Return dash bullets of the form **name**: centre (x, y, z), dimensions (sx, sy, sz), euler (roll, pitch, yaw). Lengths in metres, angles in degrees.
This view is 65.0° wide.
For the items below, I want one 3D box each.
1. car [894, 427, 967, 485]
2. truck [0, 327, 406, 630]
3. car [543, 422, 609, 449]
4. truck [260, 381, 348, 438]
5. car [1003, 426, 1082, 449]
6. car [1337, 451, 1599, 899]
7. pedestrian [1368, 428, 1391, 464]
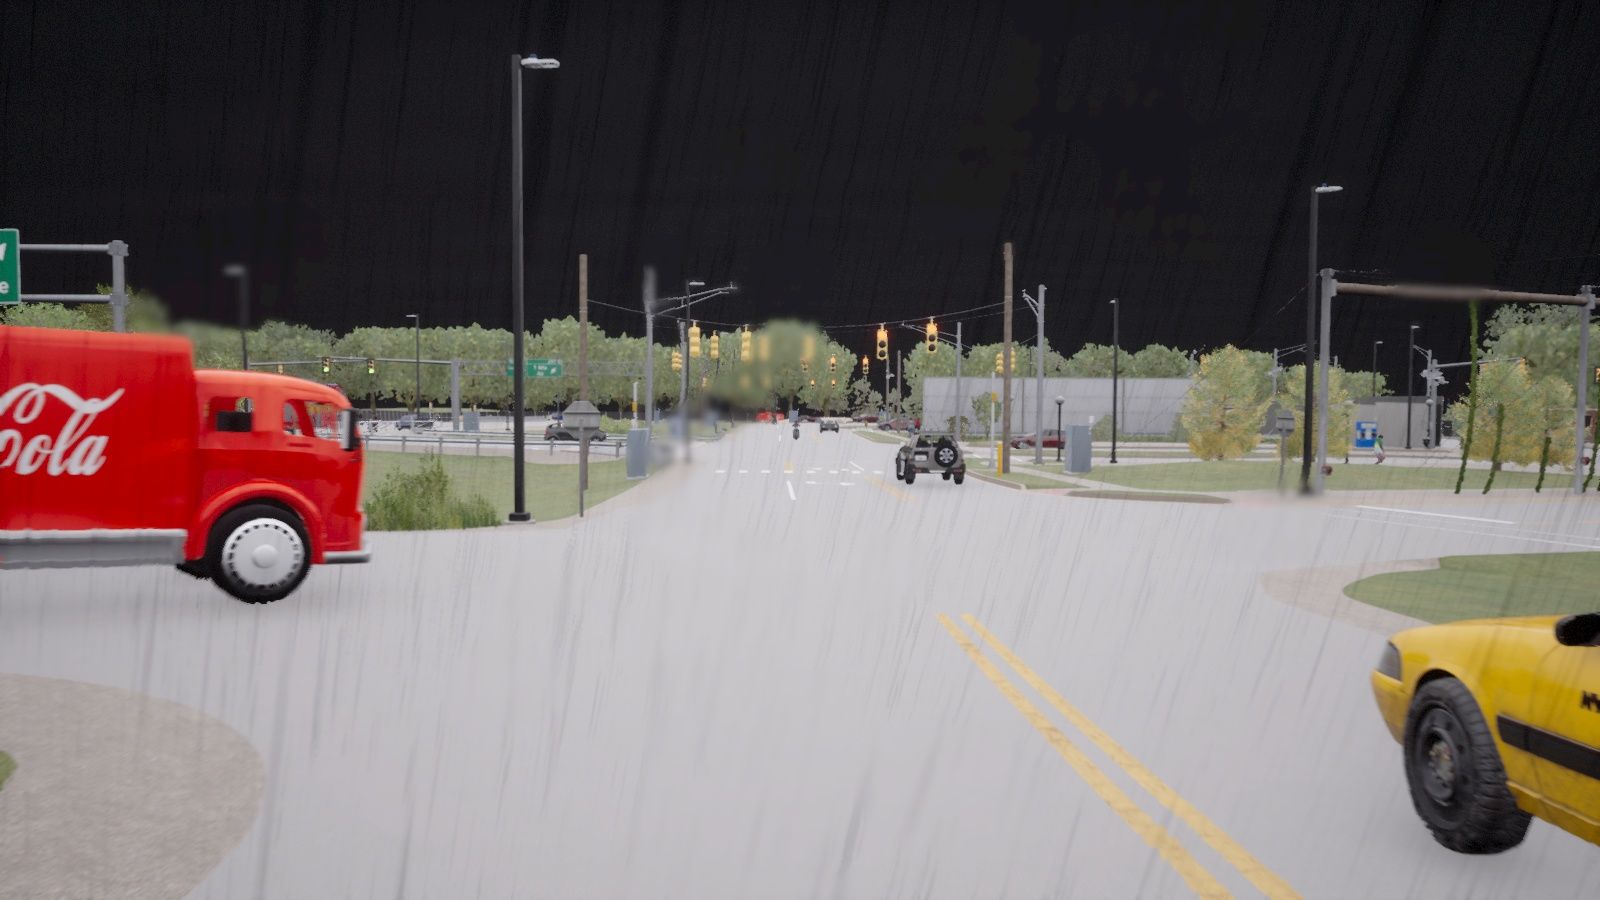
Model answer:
- **car**: centre (4.414, 0.152, 43.088), dimensions (1.932, 1.855, 4.605), euler (0, 1, -1)
- **truck**: centre (-6.755, 0.193, 11.707), dimensions (5.204, 2.467, 2.627), euler (1, 2, -39)
- **car**: centre (-13.476, -0.868, 75.621), dimensions (3.705, 1.549, 1.789), euler (0, 3, -4)
- **truck**: centre (-34.678, -2.826, 88.224), dimensions (2.891, 3.827, 8.468), euler (0, 1, -1)
- **car**: centre (16.289, -0.843, 84.467), dimensions (4.792, 1.488, 2.163), euler (0, 2, -2)
- **car**: centre (3.495, 0.782, 3.359), dimensions (1.801, 1.575, 5.366), euler (0, -1, 0)
- **pedestrian**: centre (31.198, -0.219, 67.628), dimensions (0.873, 1.952, 0.659), euler (0, 3, -1)
